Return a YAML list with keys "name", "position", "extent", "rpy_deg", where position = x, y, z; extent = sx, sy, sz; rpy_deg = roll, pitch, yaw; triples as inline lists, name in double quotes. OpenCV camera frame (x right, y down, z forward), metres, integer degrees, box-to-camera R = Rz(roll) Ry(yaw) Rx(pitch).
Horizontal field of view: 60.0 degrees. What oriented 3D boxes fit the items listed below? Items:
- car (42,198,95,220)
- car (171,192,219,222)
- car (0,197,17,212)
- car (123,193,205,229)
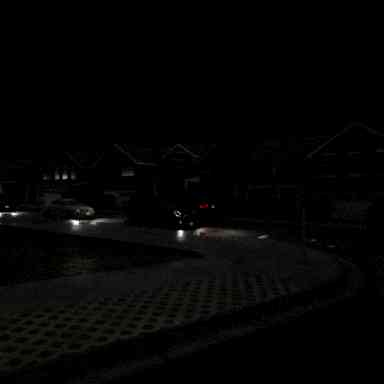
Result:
- name: "car"
  position: [-9.248, 1.216, 24.723]
  extent: [4.674, 1.442, 1.812]
  rpy_deg: [1, 1, 34]
- name: "car"
  position: [-0.877, 1.002, 22.615]
  extent: [5.566, 2.045, 2.150]
  rpy_deg: [1, 1, 34]
- name: "car"
  position: [-18.116, 1.121, 30.819]
  extent: [4.181, 1.385, 1.994]
  rpy_deg: [1, 1, 34]
- name: "car"
  position: [-1.874, 1.151, 19.656]
  extent: [4.553, 1.767, 2.097]
  rpy_deg: [1, 1, 35]
